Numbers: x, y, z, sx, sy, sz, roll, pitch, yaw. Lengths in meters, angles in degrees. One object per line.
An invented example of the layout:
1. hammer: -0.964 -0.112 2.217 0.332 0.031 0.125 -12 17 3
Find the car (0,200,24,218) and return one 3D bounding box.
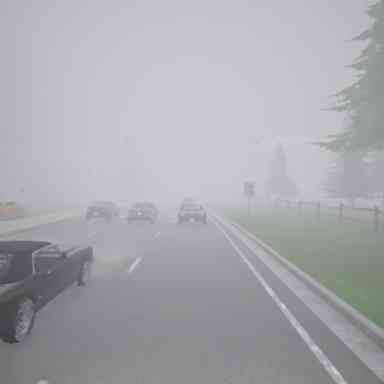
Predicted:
1. car: -15.265 1.392 26.440 1.882 1.535 5.008 0 0 -1

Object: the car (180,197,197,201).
1. car: -0.444 1.372 41.297 1.837 1.490 4.892 0 1 -1

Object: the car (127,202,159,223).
1. car: -3.528 1.468 24.409 2.033 1.411 5.357 0 0 -1

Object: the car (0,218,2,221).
1. car: -6.899 1.574 8.294 1.895 1.301 4.718 0 0 0

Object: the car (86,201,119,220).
1. car: -7.084 1.439 26.613 1.812 1.442 4.674 0 0 -1

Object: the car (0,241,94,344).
1. car: -3.399 1.580 6.319 1.895 1.301 4.718 0 0 0

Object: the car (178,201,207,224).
1. car: -0.022 1.524 23.672 1.895 1.301 4.718 0 0 -1
